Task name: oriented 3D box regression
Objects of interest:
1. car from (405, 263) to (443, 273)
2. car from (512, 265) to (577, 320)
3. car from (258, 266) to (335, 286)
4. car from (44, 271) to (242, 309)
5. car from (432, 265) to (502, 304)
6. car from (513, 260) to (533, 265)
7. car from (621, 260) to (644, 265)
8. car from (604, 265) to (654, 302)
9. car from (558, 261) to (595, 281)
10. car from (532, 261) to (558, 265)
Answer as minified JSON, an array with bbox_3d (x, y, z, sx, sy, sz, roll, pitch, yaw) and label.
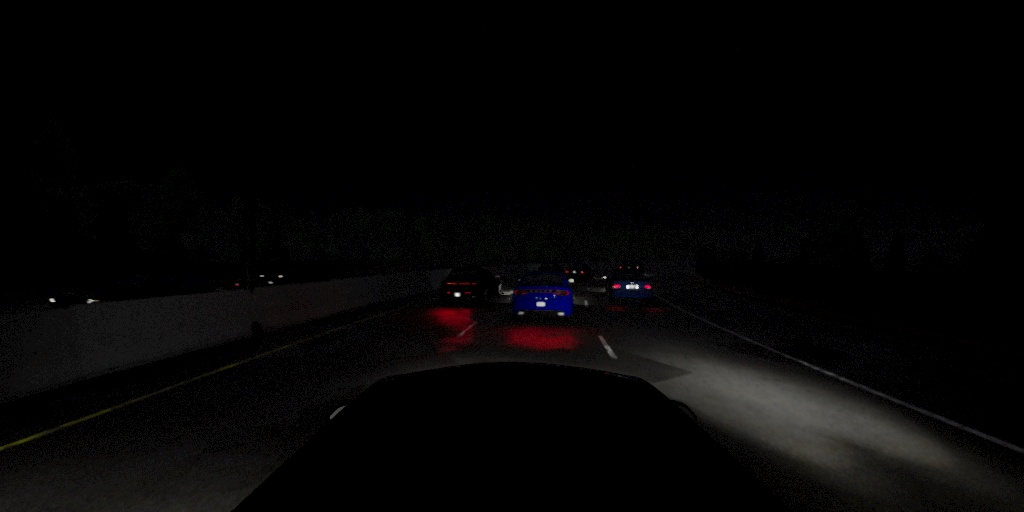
[{"bbox_3d":[-6.357,1.260,27.644,2.128,1.511,4.902,0,0,17],"label":"car"},{"bbox_3d":[1.182,1.237,12.752,1.882,1.535,5.008,0,0,8],"label":"car"},{"bbox_3d":[-14.502,1.344,24.430,1.895,1.301,4.718,0,0,14],"label":"car"},{"bbox_3d":[-13.091,1.266,13.421,2.033,1.411,5.357,0,0,8],"label":"car"},{"bbox_3d":[-1.727,1.260,16.419,1.837,1.490,4.892,0,0,10],"label":"car"},{"bbox_3d":[1.876,1.399,54.078,1.837,1.490,4.892,0,-1,32],"label":"car"},{"bbox_3d":[12.053,1.163,36.070,2.097,1.767,4.553,0,0,25],"label":"car"},{"bbox_3d":[5.485,1.319,17.199,2.033,1.411,5.357,0,0,12],"label":"car"},{"bbox_3d":[5.765,1.334,30.433,2.033,1.411,5.357,0,0,21],"label":"car"},{"bbox_3d":[3.776,1.329,34.750,1.812,1.442,4.674,0,0,22],"label":"car"}]
